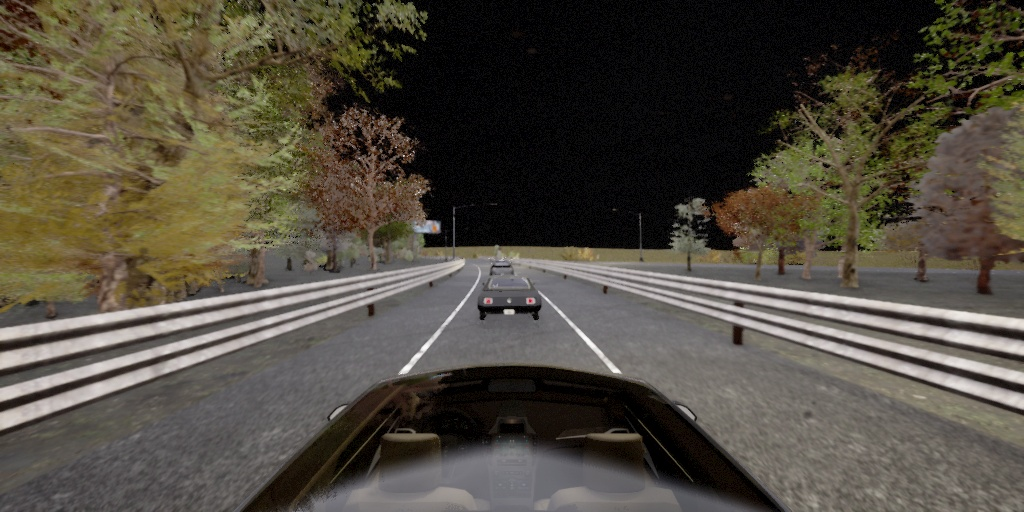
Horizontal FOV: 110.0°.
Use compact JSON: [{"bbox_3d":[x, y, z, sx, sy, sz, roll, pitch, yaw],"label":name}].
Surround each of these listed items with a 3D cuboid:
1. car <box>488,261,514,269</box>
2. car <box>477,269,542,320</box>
[{"bbox_3d":[-0.850,1.114,28.905,2.128,1.511,4.902,0,0,-3],"label":"car"},{"bbox_3d":[-0.116,1.298,12.432,1.895,1.301,4.718,0,0,-1],"label":"car"}]
